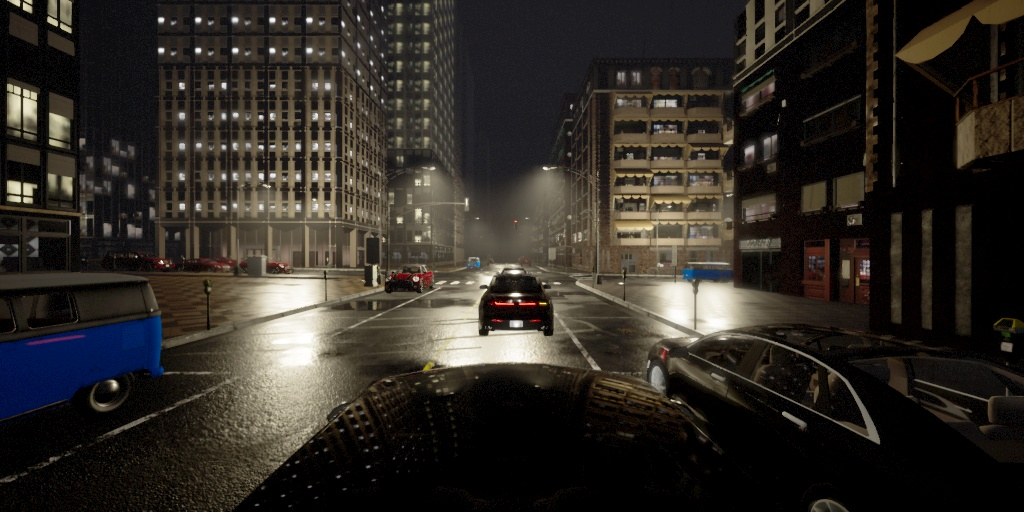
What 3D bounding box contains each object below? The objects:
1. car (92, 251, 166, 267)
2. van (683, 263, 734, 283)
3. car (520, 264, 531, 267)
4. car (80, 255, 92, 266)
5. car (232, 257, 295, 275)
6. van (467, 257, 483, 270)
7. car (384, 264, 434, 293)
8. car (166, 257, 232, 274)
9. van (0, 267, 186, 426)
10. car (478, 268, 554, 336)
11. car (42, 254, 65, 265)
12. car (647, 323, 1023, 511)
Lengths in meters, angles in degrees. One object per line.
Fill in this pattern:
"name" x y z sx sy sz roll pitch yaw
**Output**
"car" -32.292 0.482 30.971 5.009 1.841 2.192 0 0 0
"van" 16.915 1.457 30.943 3.998 1.789 1.690 0 0 0
"car" 0.102 1.316 19.157 1.994 1.385 4.181 0 0 0
"car" -43.696 0.466 39.327 4.829 1.417 1.751 0 0 0
"car" -21.144 0.822 30.995 4.097 1.591 1.967 0 0 0
"van" -5.686 1.105 52.701 1.690 1.789 3.998 0 0 0
"car" -5.688 1.192 20.227 1.967 1.591 4.097 0 0 0
"car" -26.718 0.857 30.983 4.207 1.307 1.802 0 0 0
"van" -5.688 1.091 3.281 1.690 1.789 3.998 0 0 0
"car" 0.102 1.255 10.364 1.837 1.490 4.892 0 0 0
"car" -49.102 0.399 39.315 4.313 1.339 1.948 0 0 0
"car" 2.692 1.300 3.280 2.007 1.370 4.403 0 0 0
